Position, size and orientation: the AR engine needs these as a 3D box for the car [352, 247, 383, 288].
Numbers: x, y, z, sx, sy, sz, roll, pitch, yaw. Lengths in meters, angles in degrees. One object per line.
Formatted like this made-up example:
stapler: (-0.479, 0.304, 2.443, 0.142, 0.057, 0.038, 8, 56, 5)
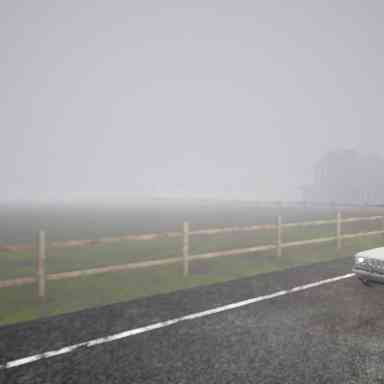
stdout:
car: (5.998, 1.632, 8.184, 4.718, 1.301, 1.895, 0, 0, -35)
